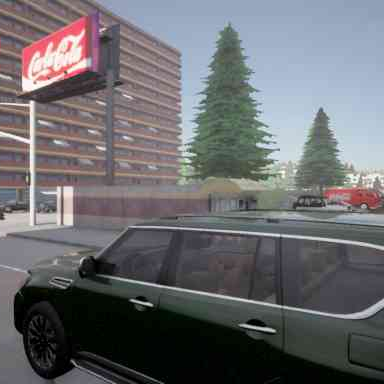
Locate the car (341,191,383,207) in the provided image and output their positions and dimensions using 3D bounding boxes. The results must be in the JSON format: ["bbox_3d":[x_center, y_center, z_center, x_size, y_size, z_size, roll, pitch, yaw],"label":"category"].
[{"bbox_3d":[23.053,1.117,44.819,4.605,1.855,1.932,0,0,35],"label":"car"}]

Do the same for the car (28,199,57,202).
[{"bbox_3d":[-14.865,1.564,35.843,1.994,1.385,4.181,0,0,35],"label":"car"}]

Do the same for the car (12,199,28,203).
[{"bbox_3d":[-18.823,1.491,36.300,2.128,1.511,4.902,0,0,35],"label":"car"}]

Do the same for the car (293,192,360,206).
[{"bbox_3d":[8.767,1.149,22.286,3.866,1.878,1.905,0,0,35],"label":"car"}]

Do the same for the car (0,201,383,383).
[{"bbox_3d":[0.225,1.222,3.832,5.566,2.045,2.150,0,0,35],"label":"car"}]

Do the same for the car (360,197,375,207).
[{"bbox_3d":[10.705,1.338,24.346,4.193,1.474,1.816,0,0,35],"label":"car"}]

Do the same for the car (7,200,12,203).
[{"bbox_3d":[-15.369,1.505,22.629,1.837,1.490,4.892,0,0,35],"label":"car"}]

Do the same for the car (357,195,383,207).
[{"bbox_3d":[26.174,1.285,48.098,3.988,1.617,1.851,0,0,35],"label":"car"}]
